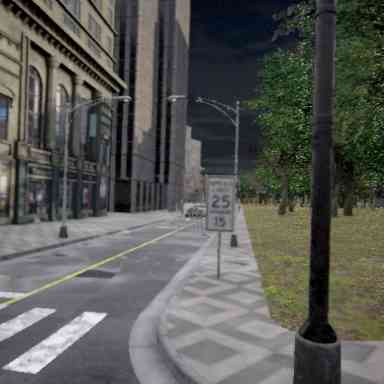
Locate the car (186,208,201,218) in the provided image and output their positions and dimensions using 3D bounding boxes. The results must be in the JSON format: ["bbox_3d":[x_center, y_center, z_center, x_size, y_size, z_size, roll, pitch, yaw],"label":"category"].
[{"bbox_3d":[0.338,3.009,47.867,1.994,1.385,4.181,2,-1,8],"label":"car"}]

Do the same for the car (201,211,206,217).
[{"bbox_3d":[2.790,3.023,43.489,1.895,1.301,4.718,2,-1,9],"label":"car"}]
